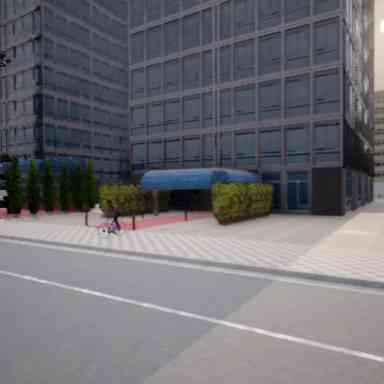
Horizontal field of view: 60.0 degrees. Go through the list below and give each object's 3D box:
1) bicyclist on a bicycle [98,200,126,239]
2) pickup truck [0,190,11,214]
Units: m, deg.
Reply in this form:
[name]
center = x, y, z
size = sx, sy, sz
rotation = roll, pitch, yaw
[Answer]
[bicyclist on a bicycle]
center = -3.430, 1.174, 14.306
size = 0.582, 1.620, 1.656
rotation = 0, 0, 32
[pickup truck]
center = -17.518, 0.862, 30.112
size = 2.390, 2.098, 6.274
rotation = -1, 1, -28
